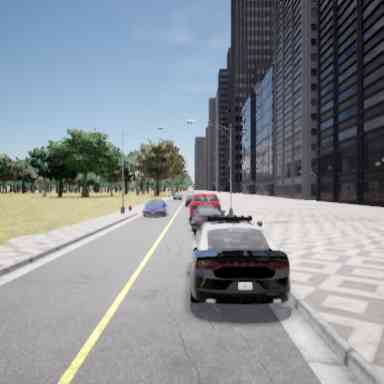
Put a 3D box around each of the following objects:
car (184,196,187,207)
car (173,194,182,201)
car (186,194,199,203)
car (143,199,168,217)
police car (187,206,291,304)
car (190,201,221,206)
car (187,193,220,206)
[{"bbox_3d":[0.051,1.200,44.992,1.837,1.490,4.892,0,0,1],"label":"car"},{"bbox_3d":[-2.960,1.039,69.235,2.033,1.411,5.357,0,0,0],"label":"car"},{"bbox_3d":[0.034,1.086,58.030,2.128,1.511,4.902,0,0,0],"label":"car"},{"bbox_3d":[-3.081,1.343,28.669,1.812,1.442,4.674,0,0,0],"label":"car"},{"bbox_3d":[0.906,1.377,8.233,1.930,1.638,5.238,0,0,0],"label":"police car"},{"bbox_3d":[0.912,1.415,18.125,1.812,1.442,4.674,0,0,0],"label":"car"},{"bbox_3d":[0.913,1.073,24.153,2.150,2.045,5.566,0,0,0],"label":"car"}]
